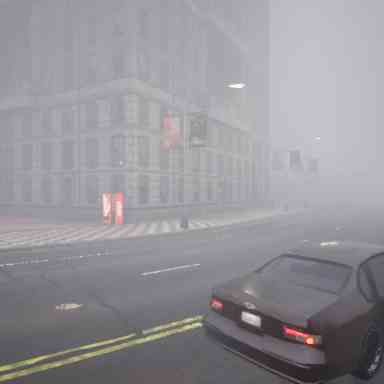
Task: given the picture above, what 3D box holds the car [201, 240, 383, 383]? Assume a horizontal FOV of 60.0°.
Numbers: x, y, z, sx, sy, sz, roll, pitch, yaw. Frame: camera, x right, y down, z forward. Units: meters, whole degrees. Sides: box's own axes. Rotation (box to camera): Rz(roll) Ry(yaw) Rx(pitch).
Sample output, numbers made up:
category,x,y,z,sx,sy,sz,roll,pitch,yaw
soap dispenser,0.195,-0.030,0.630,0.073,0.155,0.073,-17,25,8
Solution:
category,x,y,z,sx,sy,sz,roll,pitch,yaw
car,2.623,1.546,5.511,5.357,1.411,2.033,0,0,-40
